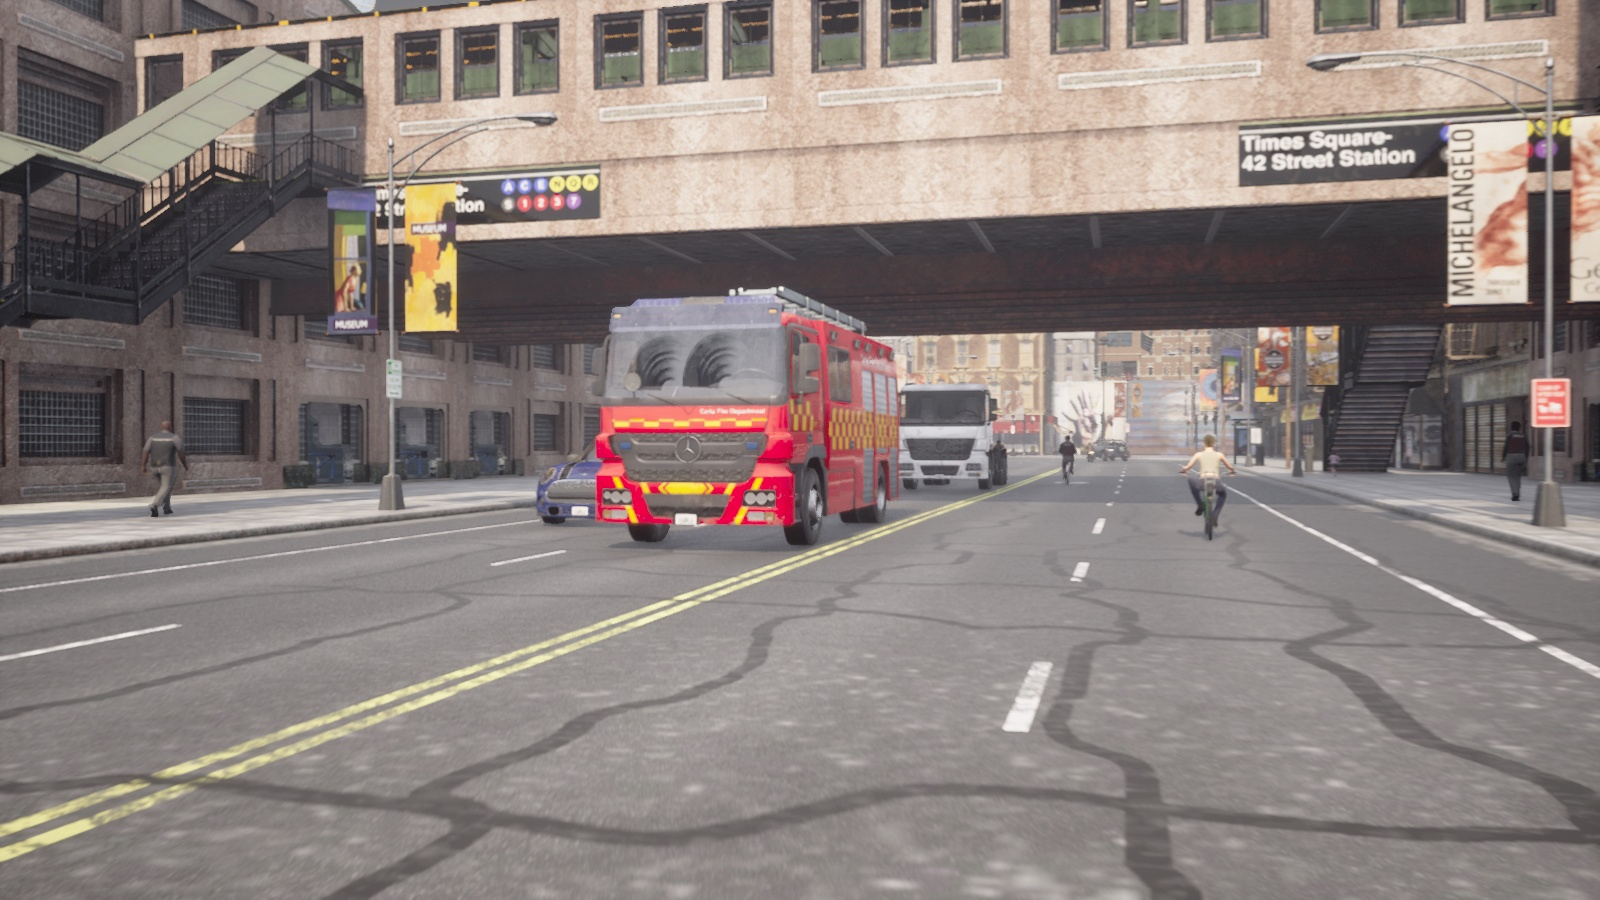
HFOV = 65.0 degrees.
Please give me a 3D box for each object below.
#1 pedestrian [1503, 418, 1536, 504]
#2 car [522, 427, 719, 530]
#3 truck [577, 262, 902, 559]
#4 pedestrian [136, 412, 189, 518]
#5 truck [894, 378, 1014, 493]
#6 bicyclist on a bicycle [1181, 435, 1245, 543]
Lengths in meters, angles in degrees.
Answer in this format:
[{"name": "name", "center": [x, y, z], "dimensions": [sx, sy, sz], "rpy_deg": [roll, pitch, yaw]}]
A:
[{"name": "pedestrian", "center": [16.352, 0.255, 28.537], "dimensions": [0.402, 1.930, 0.666], "rpy_deg": [0, 0, 6]}, {"name": "car", "center": [-3.267, 0.469, 23.920], "dimensions": [2.097, 1.767, 4.553], "rpy_deg": [0, 0, 15]}, {"name": "truck", "center": [-0.511, -0.534, 20.671], "dimensions": [2.891, 3.827, 8.468], "rpy_deg": [0, 0, 15]}, {"name": "pedestrian", "center": [-11.619, 0.267, 22.905], "dimensions": [0.563, 1.883, 0.849], "rpy_deg": [0, 0, -1]}, {"name": "truck", "center": [5.311, -0.467, 42.010], "dimensions": [2.891, 3.462, 7.936], "rpy_deg": [0, 0, 15]}, {"name": "bicyclist on a bicycle", "center": [6.427, 0.578, 19.612], "dimensions": [0.866, 1.612, 1.509], "rpy_deg": [0, 0, 16]}]
